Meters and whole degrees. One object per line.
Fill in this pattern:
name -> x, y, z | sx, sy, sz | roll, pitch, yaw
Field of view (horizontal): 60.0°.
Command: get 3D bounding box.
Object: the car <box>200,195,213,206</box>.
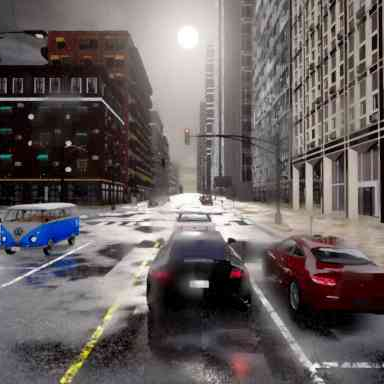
car -> 2.705, 1.592, 56.560 | 1.802, 1.307, 4.206 | 1, 0, 0

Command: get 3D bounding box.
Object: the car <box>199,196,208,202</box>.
car -> 2.706, 1.595, 79.179 | 1.802, 1.307, 4.206 | 1, 0, 0

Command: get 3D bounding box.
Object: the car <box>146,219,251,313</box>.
car -> 0.104, 1.566, 7.766 | 1.994, 1.385, 4.181 | 0, 0, -1

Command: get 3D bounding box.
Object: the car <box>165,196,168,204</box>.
car -> -5.675, 1.561, 56.559 | 2.008, 1.369, 4.403 | 1, 0, 0

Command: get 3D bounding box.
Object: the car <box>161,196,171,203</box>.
car -> -5.674, 1.594, 73.523 | 1.802, 1.307, 4.206 | 1, 0, 0

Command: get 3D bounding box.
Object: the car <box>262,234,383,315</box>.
car -> 2.701, 1.584, 7.303 | 1.802, 1.307, 4.206 | 1, 0, 0

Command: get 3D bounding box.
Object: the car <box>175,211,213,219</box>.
car -> 0.096, 1.605, 16.583 | 1.895, 1.301, 4.718 | 0, 0, 0

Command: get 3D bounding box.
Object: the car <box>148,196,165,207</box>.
car -> -5.675, 1.561, 50.904 | 2.008, 1.369, 4.403 | 1, 0, 0

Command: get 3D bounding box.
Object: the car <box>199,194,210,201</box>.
car -> 2.709, 1.326, 62.215 | 2.192, 1.841, 5.009 | 1, 0, 0

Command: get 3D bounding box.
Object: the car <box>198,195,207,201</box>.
car -> 2.707, 1.564, 84.834 | 2.008, 1.369, 4.403 | 1, 0, 0

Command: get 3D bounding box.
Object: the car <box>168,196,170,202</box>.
car -> -5.675, 1.577, 62.213 | 1.947, 1.339, 4.313 | 1, 0, 0

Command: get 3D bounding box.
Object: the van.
van -> -5.761, 1.345, 12.988 | 1.690, 1.788, 3.998 | 1, 0, 0
